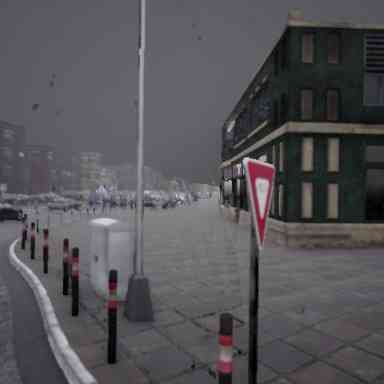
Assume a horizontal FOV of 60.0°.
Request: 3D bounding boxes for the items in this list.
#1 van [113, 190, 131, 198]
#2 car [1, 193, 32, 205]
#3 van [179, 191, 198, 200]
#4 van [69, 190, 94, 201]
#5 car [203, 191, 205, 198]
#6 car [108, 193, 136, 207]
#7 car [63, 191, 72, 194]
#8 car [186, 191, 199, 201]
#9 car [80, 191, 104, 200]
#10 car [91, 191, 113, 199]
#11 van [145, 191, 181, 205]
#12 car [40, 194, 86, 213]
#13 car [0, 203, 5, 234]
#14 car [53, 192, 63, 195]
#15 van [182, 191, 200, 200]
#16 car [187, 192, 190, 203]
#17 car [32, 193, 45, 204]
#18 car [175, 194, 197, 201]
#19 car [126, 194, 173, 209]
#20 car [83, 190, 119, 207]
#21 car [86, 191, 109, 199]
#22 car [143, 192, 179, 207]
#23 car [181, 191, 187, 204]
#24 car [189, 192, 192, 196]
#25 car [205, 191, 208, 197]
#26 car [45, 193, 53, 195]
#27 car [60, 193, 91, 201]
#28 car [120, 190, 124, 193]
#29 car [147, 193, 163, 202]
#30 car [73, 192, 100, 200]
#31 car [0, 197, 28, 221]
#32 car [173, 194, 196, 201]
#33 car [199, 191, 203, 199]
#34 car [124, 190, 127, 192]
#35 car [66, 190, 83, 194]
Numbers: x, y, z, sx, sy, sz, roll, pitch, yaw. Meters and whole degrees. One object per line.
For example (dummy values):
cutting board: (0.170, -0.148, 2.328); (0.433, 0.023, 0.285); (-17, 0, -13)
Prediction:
van: (-19.405, 0.531, 92.168); (4.442, 1.987, 1.878); (1, 0, 7)
car: (-25.004, 0.955, 45.500); (4.553, 1.767, 2.185); (1, 0, 7)
van: (-0.775, 0.872, 79.848); (4.442, 1.987, 1.878); (1, 0, 7)
van: (-22.330, 0.699, 67.403); (4.442, 1.987, 1.878); (1, 1, 7)
car: (0.292, 1.076, 88.117); (4.792, 1.488, 2.163); (1, 0, 7)
car: (-9.369, 1.318, 46.008); (2.128, 1.511, 4.902); (1, 0, 7)
car: (-23.749, 1.017, 56.467); (4.892, 1.521, 2.231); (1, 0, 7)
car: (-1.984, 0.934, 68.922); (5.566, 2.045, 2.435); (1, 1, 7)
car: (-21.831, 0.752, 72.897); (4.553, 1.767, 2.185); (1, 1, 7)
car: (-21.122, 0.713, 78.367); (4.553, 1.767, 2.185); (1, 1, 7)
van: (-4.370, 1.127, 49.612); (4.442, 1.987, 1.878); (1, 1, 7)
car: (-13.356, 1.313, 34.860); (2.128, 1.511, 4.902); (1, 0, 4)
car: (-9.220, 1.431, 13.487); (1.837, 1.490, 4.892); (0, 0, -20)
car: (-24.033, 0.910, 53.719); (4.553, 1.767, 2.185); (1, 0, 7)
van: (-0.215, 0.857, 82.578); (4.442, 1.987, 1.878); (1, 0, 7)
car: (-3.278, 1.284, 57.883); (5.008, 1.535, 2.097); (1, 1, 7)
car: (-24.718, 1.068, 48.249); (5.008, 1.535, 2.097); (1, 0, 7)
car: (-1.321, 1.181, 74.316); (4.674, 1.452, 2.002); (1, 1, 7)
car: (-5.271, 1.416, 41.319); (4.792, 1.488, 2.163); (1, 0, 7)
car: (-12.418, 1.008, 45.690); (2.150, 2.045, 5.566); (1, 1, 7)
car: (-21.508, 0.732, 75.635); (4.553, 1.767, 2.185); (1, 1, 7)
car: (-4.567, 1.244, 46.708); (4.553, 1.767, 2.185); (1, 0, 7)
car: (-3.583, 1.185, 54.993); (4.553, 1.767, 2.185); (1, 1, 7)
car: (-2.953, 1.261, 60.517); (4.892, 1.521, 2.231); (1, 1, 7)
car: (0.954, 0.765, 93.635); (5.566, 2.045, 2.435); (1, 0, 7)
car: (-24.388, 1.092, 50.985); (4.674, 1.452, 2.002); (1, 0, 7)
car: (-22.588, 0.946, 64.658); (5.366, 1.575, 1.946); (1, 1, 7)
car: (-20.503, 0.803, 83.847); (4.892, 1.521, 2.231); (1, 0, 7)
car: (-7.177, 1.029, 64.913); (2.097, 1.767, 4.553); (1, 1, 7)
car: (-22.131, 0.900, 70.157); (5.008, 1.535, 2.097); (1, 1, 7)
car: (-13.518, 1.336, 22.853); (1.882, 1.535, 5.008); (1, 0, -3)
car: (-1.642, 1.202, 71.621); (4.674, 1.452, 2.002); (1, 1, 7)
car: (-0.959, 0.869, 77.069); (5.566, 2.045, 2.435); (1, 1, 7)
car: (-20.179, 0.787, 86.584); (4.892, 1.521, 2.231); (1, 0, 7)
car: (-23.120, 0.718, 61.943); (5.566, 2.045, 2.435); (1, 1, 7)
